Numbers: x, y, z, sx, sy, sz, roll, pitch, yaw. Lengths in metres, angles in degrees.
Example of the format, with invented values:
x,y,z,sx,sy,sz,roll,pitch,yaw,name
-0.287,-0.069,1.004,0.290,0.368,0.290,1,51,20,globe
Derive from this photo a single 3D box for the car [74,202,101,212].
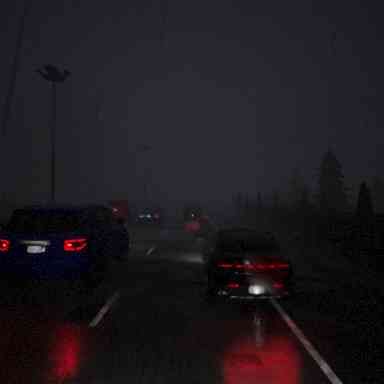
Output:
x,y,z,sx,sy,sz,roll,pitch,yaw,name
-16.617,2.349,53.114,2.128,1.511,4.902,0,-1,8,car

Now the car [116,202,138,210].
x,y,z,sx,sy,sz,roll,pitch,yaw,name
-11.843,2.524,60.873,2.033,1.411,5.357,0,-1,12,car

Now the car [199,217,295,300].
x,y,z,sx,sy,sz,roll,pitch,yaw,name
1.231,1.641,8.733,1.837,1.490,4.892,0,-1,0,car

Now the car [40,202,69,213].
x,y,z,sx,sy,sz,roll,pitch,yaw,name
-20.493,2.280,49.717,1.882,1.535,5.008,0,-1,5,car

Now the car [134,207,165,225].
x,y,z,sx,sy,sz,roll,pitch,yaw,name
-3.380,2.002,28.635,2.033,1.411,5.357,0,-1,0,car

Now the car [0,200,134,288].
x,y,z,sx,sy,sz,roll,pitch,yaw,name
-3.394,1.375,9.866,2.150,2.045,5.566,0,-1,0,car

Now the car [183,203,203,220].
x,y,z,sx,sy,sz,roll,pitch,yaw,name
0.078,2.046,34.071,1.837,1.490,4.892,0,-1,1,car

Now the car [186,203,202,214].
x,y,z,sx,sy,sz,roll,pitch,yaw,name
0.317,2.252,46.036,1.812,1.442,4.674,0,-1,5,car

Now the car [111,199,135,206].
x,y,z,sx,sy,sz,roll,pitch,yaw,name
-6.878,1.738,32.424,2.150,2.045,5.566,0,-1,0,car
